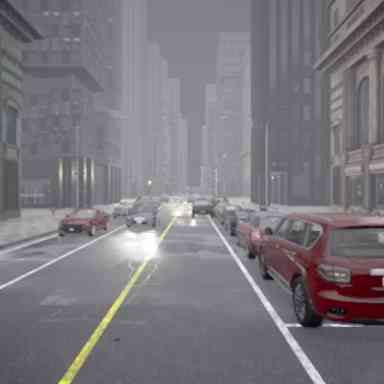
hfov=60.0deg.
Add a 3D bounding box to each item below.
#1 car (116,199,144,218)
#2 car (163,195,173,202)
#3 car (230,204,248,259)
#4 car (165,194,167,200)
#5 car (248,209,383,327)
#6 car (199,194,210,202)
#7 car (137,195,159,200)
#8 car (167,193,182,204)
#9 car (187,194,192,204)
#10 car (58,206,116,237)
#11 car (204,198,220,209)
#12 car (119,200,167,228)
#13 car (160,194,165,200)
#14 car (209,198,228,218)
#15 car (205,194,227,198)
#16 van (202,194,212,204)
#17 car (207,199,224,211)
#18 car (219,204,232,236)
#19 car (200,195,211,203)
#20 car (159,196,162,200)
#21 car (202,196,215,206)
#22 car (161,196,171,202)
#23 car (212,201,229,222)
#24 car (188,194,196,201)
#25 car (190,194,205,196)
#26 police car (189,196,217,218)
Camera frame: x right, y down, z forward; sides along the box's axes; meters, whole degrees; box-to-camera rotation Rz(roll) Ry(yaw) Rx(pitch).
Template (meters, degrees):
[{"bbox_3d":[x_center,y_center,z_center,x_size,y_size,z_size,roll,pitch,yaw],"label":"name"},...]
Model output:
[{"bbox_3d":[-5.757,1.557,29.368,2.008,1.369,4.403,0,0,0],"label":"car"},{"bbox_3d":[-5.744,1.461,79.787,1.967,1.590,4.097,0,0,0],"label":"car"},{"bbox_3d":[2.763,1.442,12.564,1.967,1.590,4.097,0,0,0],"label":"car"},{"bbox_3d":[-5.748,1.332,68.583,2.192,1.841,5.009,0,0,0],"label":"car"},{"bbox_3d":[2.761,1.316,6.963,2.192,1.841,5.009,0,0,0],"label":"car"},{"bbox_3d":[2.779,1.333,74.184,2.192,1.841,5.009,0,0,0],"label":"car"},{"bbox_3d":[-5.755,1.324,40.572,2.192,1.841,5.009,0,0,0],"label":"car"},{"bbox_3d":[-3.008,1.265,62.524,2.150,2.045,5.566,0,0,1],"label":"car"},{"bbox_3d":[0.018,1.618,64.969,1.895,1.301,4.718,0,0,0],"label":"car"},{"bbox_3d":[-5.760,1.549,18.163,1.887,1.381,4.507,0,0,0],"label":"car"},{"bbox_3d":[2.773,1.576,46.175,1.947,1.339,4.313,0,0,0],"label":"car"},{"bbox_3d":[-3.093,1.496,22.057,2.128,1.511,4.902,0,0,0],"label":"car"},{"bbox_3d":[-5.752,1.452,51.776,1.967,1.590,4.097,0,0,0],"label":"car"},{"bbox_3d":[2.768,1.531,29.539,1.752,1.417,4.829,0,0,0],"label":"car"},{"bbox_3d":[2.769,1.322,34.972,2.192,1.841,5.009,0,0,0],"label":"car"},{"bbox_3d":[2.776,1.356,62.981,1.690,1.788,3.998,0,0,0],"label":"van"},{"bbox_3d":[2.771,1.590,40.573,1.802,1.307,4.206,0,0,0],"label":"car"},{"bbox_3d":[2.765,1.569,18.166,1.947,1.339,4.313,0,0,0],"label":"car"},{"bbox_3d":[2.778,1.457,68.582,1.967,1.590,4.097,0,0,0],"label":"car"},{"bbox_3d":[-5.753,1.576,46.174,1.947,1.339,4.313,0,0,0],"label":"car"},{"bbox_3d":[2.775,1.453,57.378,1.967,1.590,4.097,0,0,0],"label":"car"},{"bbox_3d":[-5.745,1.544,74.015,1.752,1.417,4.829,0,0,0],"label":"car"},{"bbox_3d":[2.767,1.555,23.768,2.008,1.369,4.403,0,0,0],"label":"car"},{"bbox_3d":[0.023,1.336,81.726,1.837,1.490,4.892,0,0,0],"label":"car"},{"bbox_3d":[0.894,1.466,46.758,1.801,1.575,5.366,0,0,0],"label":"car"},{"bbox_3d":[0.909,1.432,30.677,1.930,1.638,5.238,0,0,0],"label":"police car"}]
